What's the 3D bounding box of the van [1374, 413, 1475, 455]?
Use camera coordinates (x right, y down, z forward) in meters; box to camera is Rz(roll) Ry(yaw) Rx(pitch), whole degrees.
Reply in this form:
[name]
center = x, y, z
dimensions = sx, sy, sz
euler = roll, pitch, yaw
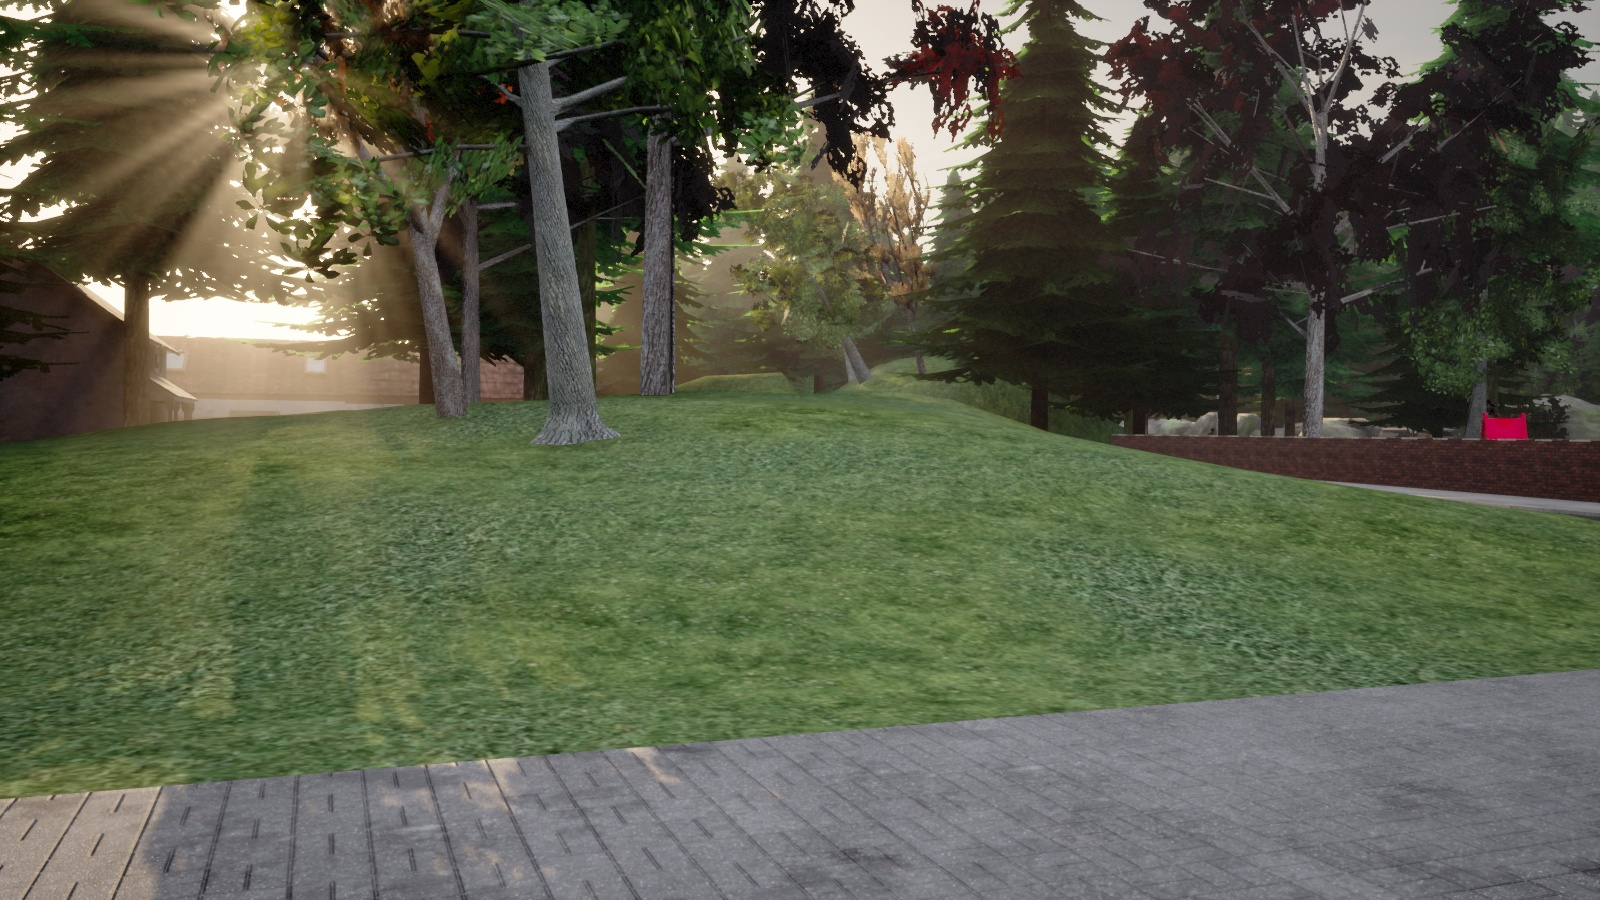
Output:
[van]
center = 31.003, -0.802, 62.475
dimensions = 1.775, 1.987, 4.442
euler = -1, 1, -21
